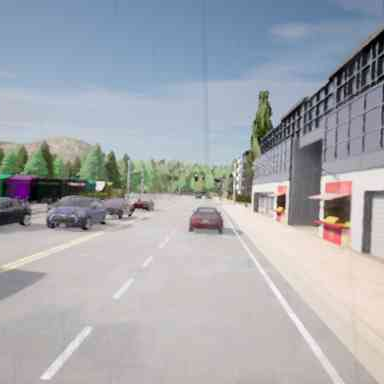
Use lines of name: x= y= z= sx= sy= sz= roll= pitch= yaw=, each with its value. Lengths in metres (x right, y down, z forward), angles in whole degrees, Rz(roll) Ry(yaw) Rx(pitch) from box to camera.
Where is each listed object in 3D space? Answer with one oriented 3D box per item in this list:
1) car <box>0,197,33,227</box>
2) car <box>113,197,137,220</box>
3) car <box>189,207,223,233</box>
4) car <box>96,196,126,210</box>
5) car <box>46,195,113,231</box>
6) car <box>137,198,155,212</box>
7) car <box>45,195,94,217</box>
car: x=-9.902 y=1.062 z=16.674 sx=1.837 sy=1.490 sz=4.892 roll=3 pitch=0 yaw=3
car: x=-5.845 y=1.183 z=25.610 sx=1.812 sy=1.442 sz=4.674 roll=3 pitch=0 yaw=3
car: x=0.892 y=1.605 z=20.504 sx=1.994 sy=1.385 sz=4.181 roll=3 pitch=0 yaw=3
car: x=-8.802 y=1.210 z=36.668 sx=1.895 sy=1.301 sz=4.718 roll=3 pitch=0 yaw=3
car: x=-6.288 y=1.071 z=18.686 sx=2.097 sy=1.767 sz=4.553 roll=3 pitch=0 yaw=2
car: x=-5.310 y=1.366 z=36.489 sx=1.895 sy=1.301 sz=4.718 roll=3 pitch=0 yaw=3
car: x=-9.337 y=1.027 z=25.787 sx=1.812 sy=1.442 sz=4.674 roll=3 pitch=0 yaw=3
